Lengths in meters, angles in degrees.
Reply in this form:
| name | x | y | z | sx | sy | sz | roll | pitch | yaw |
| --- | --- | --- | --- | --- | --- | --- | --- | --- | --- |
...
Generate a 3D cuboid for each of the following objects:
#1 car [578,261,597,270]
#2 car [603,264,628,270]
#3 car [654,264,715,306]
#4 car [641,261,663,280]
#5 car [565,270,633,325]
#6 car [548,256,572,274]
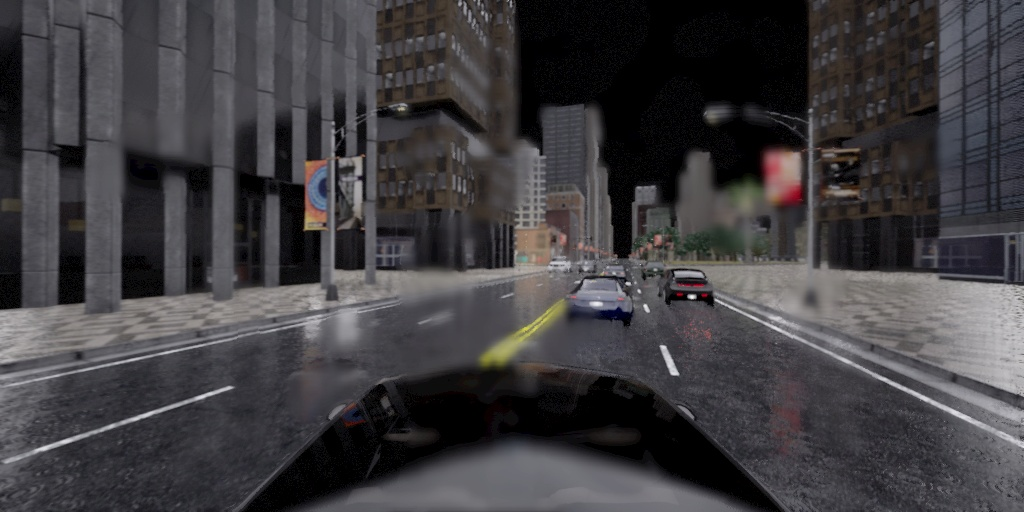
| name | x | y | z | sx | sy | sz | roll | pitch | yaw |
| --- | --- | --- | --- | --- | --- | --- | --- | --- | --- |
| car | 9.034 | 1.346 | 42.696 | 2.128 | 1.511 | 4.902 | 0 | 0 | 17 |
| car | 8.393 | 1.377 | 29.193 | 2.033 | 1.411 | 5.357 | 0 | 0 | 18 |
| car | 7.746 | 1.312 | 16.252 | 1.837 | 1.490 | 4.892 | 0 | 0 | 18 |
| car | 12.855 | 1.206 | 32.540 | 2.097 | 1.767 | 4.553 | 0 | 0 | 18 |
| car | 3.036 | 1.344 | 12.149 | 1.994 | 1.385 | 4.181 | 0 | 0 | 18 |
| car | 5.905 | 1.064 | 43.586 | 2.150 | 2.045 | 5.566 | 0 | 0 | 17 |
